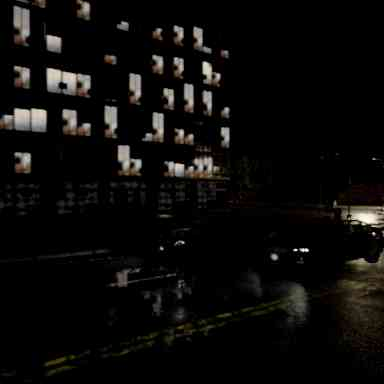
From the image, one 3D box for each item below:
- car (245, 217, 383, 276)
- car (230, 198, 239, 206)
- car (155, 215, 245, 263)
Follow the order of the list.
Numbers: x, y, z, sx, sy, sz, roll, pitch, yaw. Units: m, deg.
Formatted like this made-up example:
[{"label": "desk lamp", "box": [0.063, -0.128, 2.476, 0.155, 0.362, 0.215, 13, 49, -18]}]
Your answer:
[{"label": "car", "box": [4.310, 1.576, 10.736, 4.902, 1.511, 2.128, 1, 0, -35]}, {"label": "car", "box": [6.980, 1.829, 63.728, 2.097, 1.767, 4.553, 0, 0, -32]}, {"label": "car", "box": [0.899, 1.594, 12.299, 4.674, 1.442, 1.812, 1, 0, -35]}]
